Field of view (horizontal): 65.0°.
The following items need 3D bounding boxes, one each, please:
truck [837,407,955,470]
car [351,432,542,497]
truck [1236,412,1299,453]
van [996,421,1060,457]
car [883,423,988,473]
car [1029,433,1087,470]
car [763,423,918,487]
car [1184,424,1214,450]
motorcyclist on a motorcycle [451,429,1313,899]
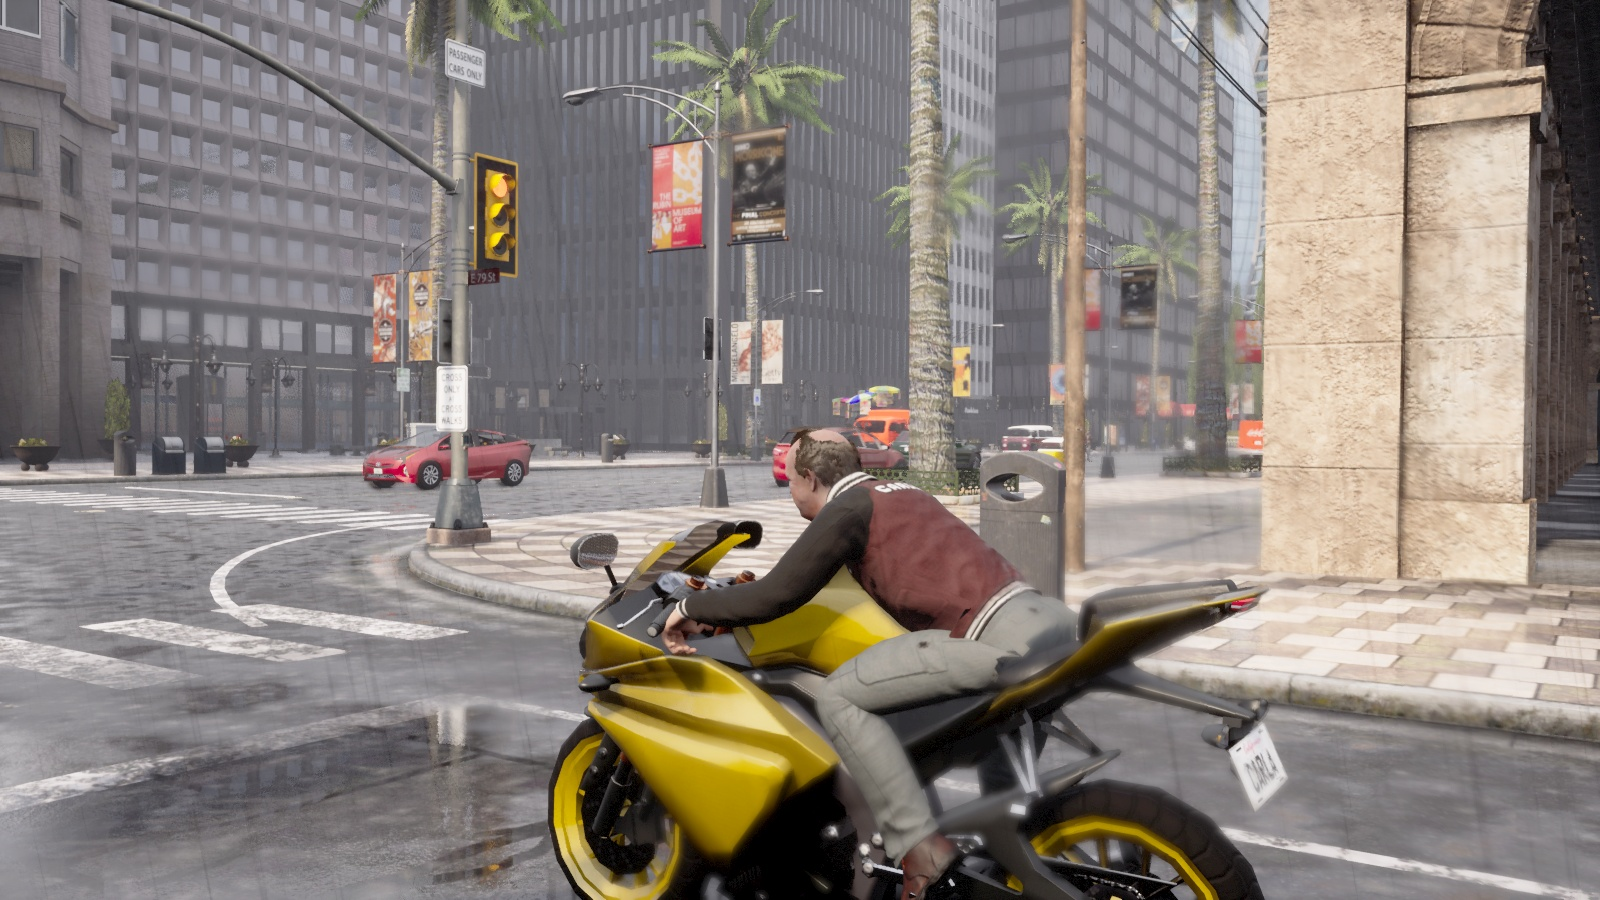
[{"bbox_3d":[4.052,-0.502,52.068,2.627,2.467,5.204,0,1,34],"label":"truck"},{"bbox_3d":[-8.995,0.318,32.343,2.007,1.525,4.514,0,1,33],"label":"car"},{"bbox_3d":[28.969,-1.077,77.690,2.627,2.467,5.204,0,1,33],"label":"truck"},{"bbox_3d":[13.250,-0.657,72.681,2.069,2.038,4.480,0,1,33],"label":"van"},{"bbox_3d":[5.167,-0.104,47.419,2.097,1.767,4.553,0,1,33],"label":"car"},{"bbox_3d":[9.924,0.038,48.251,1.481,1.376,2.207,0,1,34],"label":"car"},{"bbox_3d":[1.222,0.085,35.107,2.242,1.667,4.611,0,1,33],"label":"car"},{"bbox_3d":[29.059,-0.962,91.335,1.932,1.855,4.605,0,1,19],"label":"car"},{"bbox_3d":[0.146,0.718,3.421,2.191,1.530,0.866,0,1,33],"label":"motorcyclist on a motorcycle"}]
